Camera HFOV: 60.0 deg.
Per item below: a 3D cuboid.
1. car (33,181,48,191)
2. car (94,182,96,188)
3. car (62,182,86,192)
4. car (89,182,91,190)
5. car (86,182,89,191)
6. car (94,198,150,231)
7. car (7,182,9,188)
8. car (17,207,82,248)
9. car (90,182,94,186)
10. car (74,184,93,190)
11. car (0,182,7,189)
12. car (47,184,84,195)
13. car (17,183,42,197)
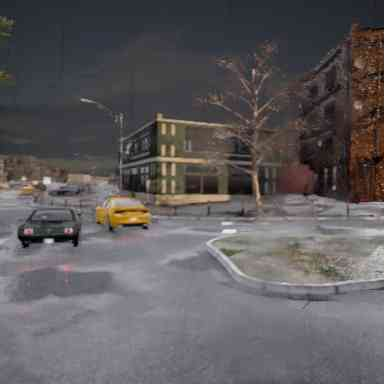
[{"bbox_3d":[-34.021,-1.345,76.081,2.150,2.045,5.566,1,2,-13],"label":"car"},{"bbox_3d":[-28.067,-1.492,84.317,5.566,2.045,2.435,1,2,-13],"label":"car"},{"bbox_3d":[-22.899,-0.544,62.577,4.553,1.767,2.185,1,2,-13],"label":"car"},{"bbox_3d":[-25.509,-0.825,73.515,5.008,1.535,2.097,1,2,-13],"label":"car"},{"bbox_3d":[-24.807,-0.841,70.694,4.553,1.767,2.185,1,2,-13],"label":"car"},{"bbox_3d":[-3.708,1.026,17.154,1.882,1.535,5.008,1,1,-26],"label":"car"},{"bbox_3d":[-48.075,-1.682,81.260,4.553,1.767,2.185,1,2,-13],"label":"car"},{"bbox_3d":[-5.286,1.234,12.903,1.895,1.301,4.718,1,1,-17],"label":"car"},{"bbox_3d":[-26.711,-1.279,78.800,5.566,2.045,2.435,1,2,-13],"label":"car"},{"bbox_3d":[-29.289,-1.400,89.617,4.674,1.452,2.002,1,2,-13],"label":"car"},{"bbox_3d":[-47.421,-1.455,78.588,5.008,1.535,2.097,1,2,-13],"label":"car"},{"bbox_3d":[-21.719,-0.217,57.279,4.792,1.488,2.163,1,2,-13],"label":"car"},{"bbox_3d":[-24.707,-0.128,50.789,1.882,1.535,5.008,1,1,-15],"label":"car"}]
